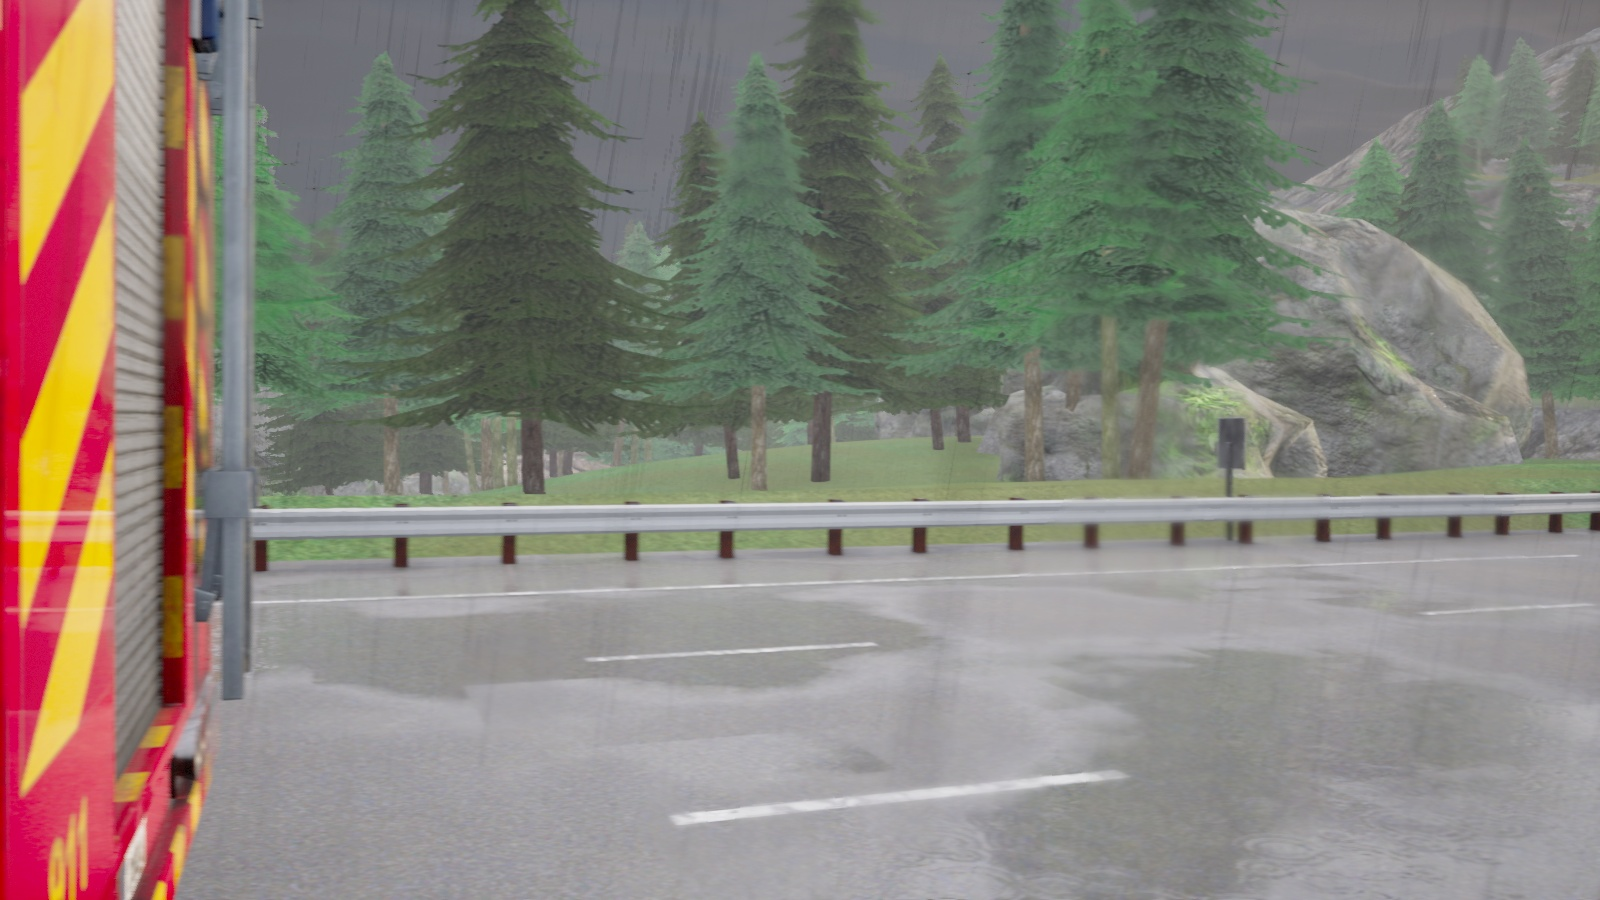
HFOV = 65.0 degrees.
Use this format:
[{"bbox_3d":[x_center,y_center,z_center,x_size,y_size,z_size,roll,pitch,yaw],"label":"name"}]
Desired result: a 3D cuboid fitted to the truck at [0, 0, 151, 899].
[{"bbox_3d":[-5.537,-0.324,1.125,8.468,3.827,2.891,-1,1,-21],"label":"truck"}]
